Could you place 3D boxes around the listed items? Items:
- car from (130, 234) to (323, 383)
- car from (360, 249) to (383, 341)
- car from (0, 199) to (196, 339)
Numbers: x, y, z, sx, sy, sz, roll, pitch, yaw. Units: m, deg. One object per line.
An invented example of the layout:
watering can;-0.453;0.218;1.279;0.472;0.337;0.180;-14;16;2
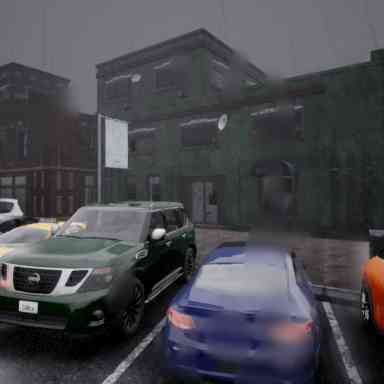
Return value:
car;0.975;1.526;5.399;2.002;1.452;4.674;0;-1;15
car;3.439;1.360;3.695;2.185;1.767;4.553;1;-1;15
car;-1.457;1.236;7.118;2.435;2.045;5.566;1;-1;15
